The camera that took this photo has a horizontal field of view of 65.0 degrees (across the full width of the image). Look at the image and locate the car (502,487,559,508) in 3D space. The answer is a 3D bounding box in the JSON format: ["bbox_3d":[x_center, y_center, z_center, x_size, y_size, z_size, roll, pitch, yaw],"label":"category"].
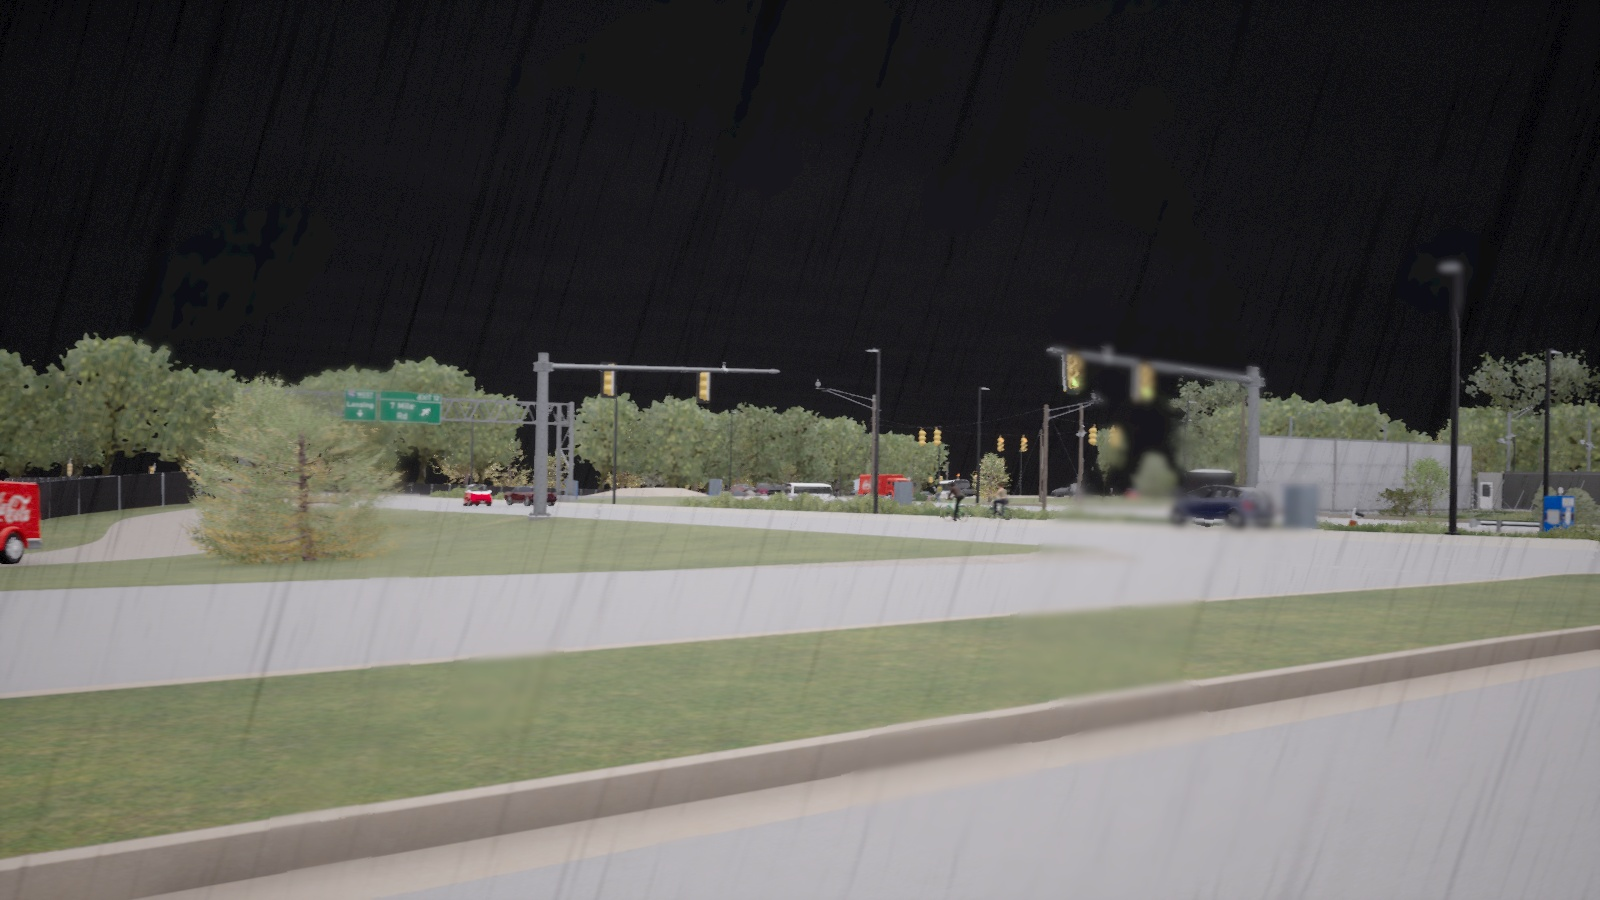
[{"bbox_3d":[-17.120,2.998,79.732,1.895,1.301,4.718,1,-2,-34],"label":"car"}]

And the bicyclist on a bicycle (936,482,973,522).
[{"bbox_3d":[6.350,2.137,51.684,0.582,1.620,1.656,1,-2,-34],"label":"bicyclist on a bicycle"}]

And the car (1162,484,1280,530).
[{"bbox_3d":[15.084,2.005,45.131,1.789,1.549,3.705,1,-2,-34],"label":"car"}]

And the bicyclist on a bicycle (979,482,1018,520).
[{"bbox_3d":[8.609,2.206,54.565,0.866,1.612,1.509,1,-2,-34],"label":"bicyclist on a bicycle"}]

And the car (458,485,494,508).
[{"bbox_3d":[-20.069,2.892,77.846,1.481,1.376,2.207,1,-2,-34],"label":"car"}]

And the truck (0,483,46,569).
[{"bbox_3d":[-24.216,2.158,35.474,2.627,2.467,5.204,-1,-3,1],"label":"truck"}]
